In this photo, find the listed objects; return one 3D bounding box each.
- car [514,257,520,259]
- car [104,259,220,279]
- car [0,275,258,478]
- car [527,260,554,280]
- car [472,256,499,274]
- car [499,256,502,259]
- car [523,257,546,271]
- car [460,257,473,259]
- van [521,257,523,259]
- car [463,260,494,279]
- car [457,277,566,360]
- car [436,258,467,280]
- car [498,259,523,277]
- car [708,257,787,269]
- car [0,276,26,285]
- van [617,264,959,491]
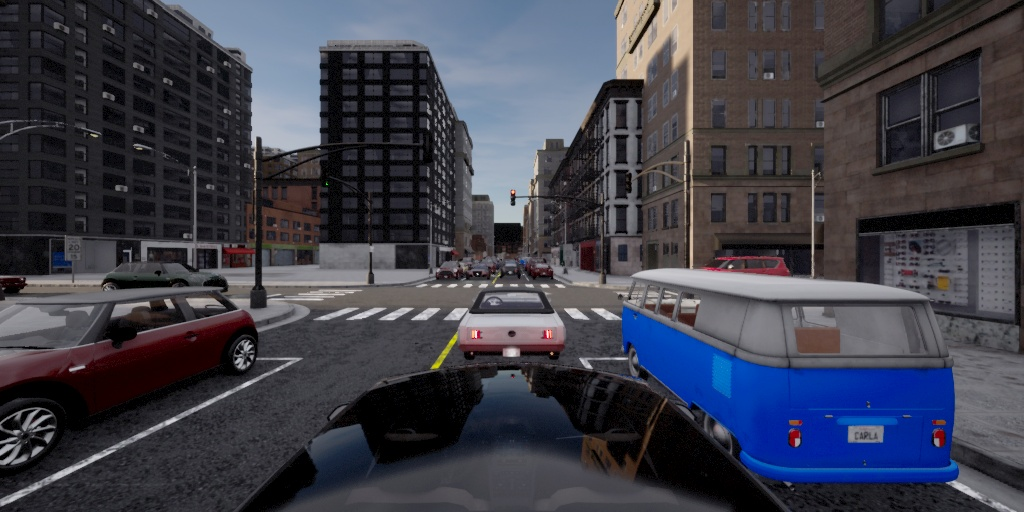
[{"bbox_3d":[-0.059,1.306,62.171,1.994,1.385,4.181,0,0,0],"label":"car"},{"bbox_3d":[-16.005,1.022,16.731,4.553,1.767,2.097,0,0,0],"label":"car"},{"bbox_3d":[-5.389,1.190,4.514,1.967,1.591,4.097,0,0,0],"label":"car"},{"bbox_3d":[2.605,1.294,31.403,1.888,1.381,4.507,0,0,0],"label":"car"},{"bbox_3d":[-2.876,1.100,40.190,2.097,1.767,4.553,0,0,0],"label":"car"},{"bbox_3d":[-2.889,1.097,50.699,2.097,1.767,4.553,0,0,0],"label":"car"},{"bbox_3d":[2.599,1.063,36.812,2.192,1.841,5.009,0,0,0],"label":"car"},{"bbox_3d":[-5.432,1.062,42.213,2.192,1.841,5.009,0,0,0],"label":"car"},{"bbox_3d":[2.580,1.086,53.042,1.690,1.789,3.998,0,0,0],"label":"van"},{"bbox_3d":[-2.883,1.313,31.569,1.994,1.385,4.181,0,0,-1],"label":"car"},{"bbox_3d":[-0.006,1.351,8.309,1.895,1.301,4.718,0,0,0],"label":"car"},{"bbox_3d":[-5.420,1.188,31.394,1.967,1.591,4.097,0,0,0],"label":"car"},{"bbox_3d":[-0.087,1.274,34.281,1.812,1.442,4.674,0,0,2],"label":"car"},{"bbox_3d":[12.098,1.043,19.677,5.566,2.045,2.150,0,0,-2],"label":"car"},{"bbox_3d":[-25.960,1.215,16.716,4.718,1.301,1.895,0,0,0],"label":"car"},{"bbox_3d":[2.637,1.091,4.523,1.690,1.789,3.998,0,0,0],"label":"van"}]
